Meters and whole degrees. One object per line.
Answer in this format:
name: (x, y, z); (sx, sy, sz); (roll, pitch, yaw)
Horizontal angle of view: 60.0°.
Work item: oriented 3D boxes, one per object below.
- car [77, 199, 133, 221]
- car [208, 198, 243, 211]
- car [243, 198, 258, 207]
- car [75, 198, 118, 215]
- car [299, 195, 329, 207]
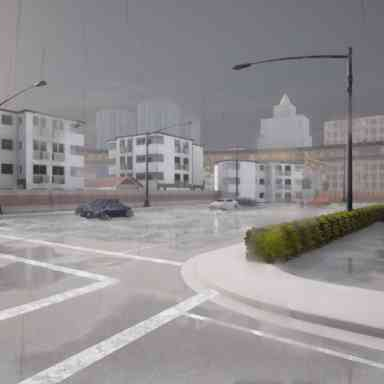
car: (-6.828, 1.563, 27.303); (1.994, 1.385, 4.181); (0, 0, 37)
car: (3.942, 1.525, 41.156); (1.812, 1.442, 4.674); (0, 0, 41)
car: (7.390, 1.547, 49.297); (5.357, 1.411, 2.033); (0, 0, -36)
car: (-8.504, 1.352, 30.888); (2.097, 1.767, 4.553); (0, 0, 37)
car: (18.839, 1.418, 51.417); (4.553, 1.767, 2.097); (0, 0, -18)
